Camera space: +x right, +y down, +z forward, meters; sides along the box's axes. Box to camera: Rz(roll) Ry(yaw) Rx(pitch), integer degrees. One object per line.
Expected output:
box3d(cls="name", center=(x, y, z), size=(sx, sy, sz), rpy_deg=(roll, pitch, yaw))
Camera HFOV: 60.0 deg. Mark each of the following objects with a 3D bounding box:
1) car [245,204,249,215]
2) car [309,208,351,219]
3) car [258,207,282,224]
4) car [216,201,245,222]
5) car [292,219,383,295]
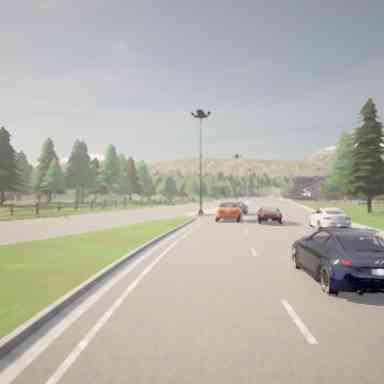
box3d(cls="car", center=(5.817, 1.976, 40.597), size=(2.033, 1.411, 5.357), rpy_deg=(0, -1, 14))
box3d(cls="car", center=(9.044, 1.765, 21.995), size=(1.812, 1.442, 4.674), rpy_deg=(0, -1, 8))
box3d(cls="car", center=(6.513, 1.900, 28.098), size=(1.895, 1.301, 4.718), rpy_deg=(0, -1, 11))
box3d(cls="car", center=(3.429, 1.669, 30.105), size=(2.097, 1.767, 4.553), rpy_deg=(0, -1, 11))
box3d(cls="car", center=(4.056, 1.662, 8.940), size=(1.994, 1.385, 4.181), rpy_deg=(0, -1, 4))
